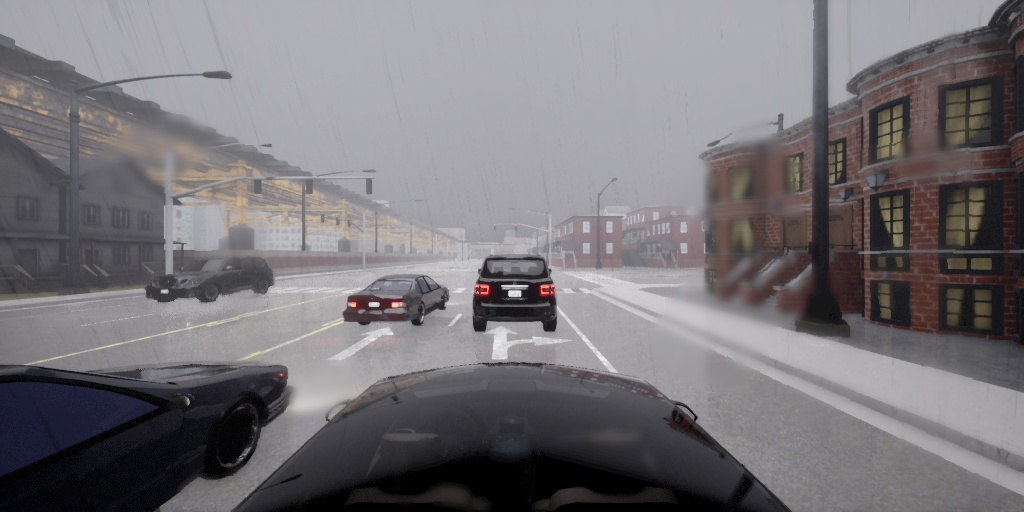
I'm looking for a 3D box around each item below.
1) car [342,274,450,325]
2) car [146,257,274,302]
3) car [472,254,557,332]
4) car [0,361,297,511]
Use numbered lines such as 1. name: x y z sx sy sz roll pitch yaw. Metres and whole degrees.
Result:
1. car: -3.441 1.297 11.728 2.033 1.411 5.357 0 0 2
2. car: -14.014 1.078 17.215 2.150 2.045 5.566 0 0 0
3. car: 0.084 0.971 11.046 2.150 2.045 5.566 0 0 0
4. car: -3.388 1.297 1.656 2.033 1.411 5.357 0 0 -1
